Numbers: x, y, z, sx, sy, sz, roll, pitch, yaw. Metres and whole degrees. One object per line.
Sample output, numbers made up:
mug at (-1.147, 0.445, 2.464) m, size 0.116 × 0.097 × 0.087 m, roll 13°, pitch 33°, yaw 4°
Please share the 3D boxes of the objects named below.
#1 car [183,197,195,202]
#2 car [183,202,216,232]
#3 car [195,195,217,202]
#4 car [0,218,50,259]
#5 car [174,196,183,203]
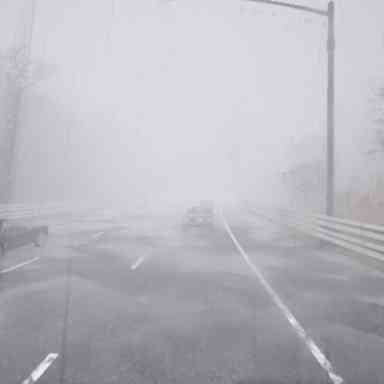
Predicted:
car at (-0.045, 1.638, 60.962) m, size 1.895 × 1.301 × 4.718 m, roll 0°, pitch 0°, yaw 6°
car at (0.457, 1.556, 20.332) m, size 2.033 × 1.411 × 5.357 m, roll 0°, pitch 0°, yaw 3°
car at (1.886, 1.519, 43.242) m, size 2.128 × 1.511 × 4.902 m, roll 0°, pitch 0°, yaw 5°
car at (-6.925, 1.573, 11.766) m, size 1.895 × 1.301 × 4.718 m, roll 0°, pitch 0°, yaw 2°
car at (-2.570, 1.564, 70.227) m, size 1.812 × 1.442 × 4.674 m, roll 0°, pitch 0°, yaw 6°
